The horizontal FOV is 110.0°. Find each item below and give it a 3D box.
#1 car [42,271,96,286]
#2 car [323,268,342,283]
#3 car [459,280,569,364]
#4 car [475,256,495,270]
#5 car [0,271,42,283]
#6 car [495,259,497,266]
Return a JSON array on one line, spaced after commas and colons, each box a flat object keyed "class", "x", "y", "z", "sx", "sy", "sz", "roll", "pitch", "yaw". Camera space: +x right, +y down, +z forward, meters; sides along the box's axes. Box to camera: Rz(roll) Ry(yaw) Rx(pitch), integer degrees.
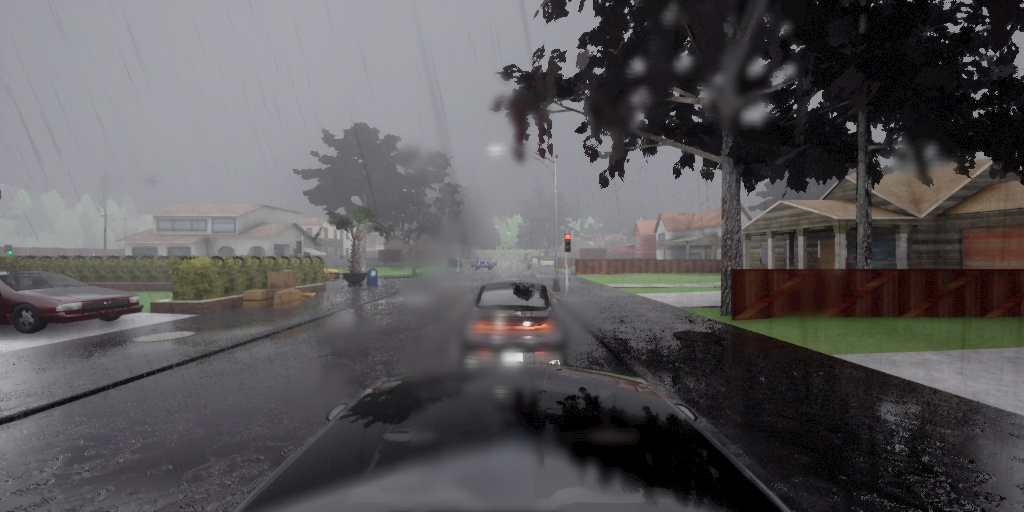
[{"class": "car", "x": -31.063, "y": 1.243, "z": 26.741, "sx": 4.902, "sy": 1.511, "sz": 2.128, "roll": 0, "pitch": 0, "yaw": 0}, {"class": "car", "x": -15.361, "y": 1.228, "z": 26.718, "sx": 5.008, "sy": 1.535, "sz": 1.882, "roll": 0, "pitch": 0, "yaw": 0}, {"class": "car", "x": 0.046, "y": 1.255, "z": 7.667, "sx": 1.837, "sy": 1.490, "sz": 4.892, "roll": 0, "pitch": 0, "yaw": 1}, {"class": "car", "x": -4.072, "y": 0.971, "z": 52.269, "sx": 2.150, "sy": 2.045, "sz": 5.566, "roll": 0, "pitch": 0, "yaw": 0}, {"class": "car", "x": -43.858, "y": 1.241, "z": 30.852, "sx": 4.902, "sy": 1.511, "sz": 2.128, "roll": 0, "pitch": 0, "yaw": 0}, {"class": "car", "x": -4.039, "y": 1.241, "z": 62.319, "sx": 2.128, "sy": 1.511, "sz": 4.902, "roll": 0, "pitch": 0, "yaw": 0}]
